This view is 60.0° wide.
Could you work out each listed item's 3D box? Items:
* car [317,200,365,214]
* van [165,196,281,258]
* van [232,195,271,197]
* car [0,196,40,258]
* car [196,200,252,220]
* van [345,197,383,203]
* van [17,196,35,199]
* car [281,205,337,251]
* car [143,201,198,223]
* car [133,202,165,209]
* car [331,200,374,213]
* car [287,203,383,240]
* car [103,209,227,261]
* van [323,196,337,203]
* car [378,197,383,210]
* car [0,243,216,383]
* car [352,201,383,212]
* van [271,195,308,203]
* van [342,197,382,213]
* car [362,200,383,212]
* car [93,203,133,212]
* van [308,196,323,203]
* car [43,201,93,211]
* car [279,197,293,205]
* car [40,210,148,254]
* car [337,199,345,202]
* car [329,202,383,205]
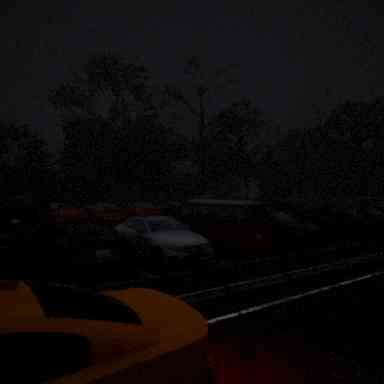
[{"bbox_3d":[18.448,1.786,41.456,2.097,1.535,5.008,1,-1,-35],"label":"car"},{"bbox_3d":[1.015,1.277,13.120,1.878,1.987,4.442,0,0,-35],"label":"van"},{"bbox_3d":[4.995,1.316,31.732,1.878,1.987,4.442,0,0,-35],"label":"van"},{"bbox_3d":[-5.683,1.227,8.169,2.435,2.045,5.566,0,0,-35],"label":"car"},{"bbox_3d":[2.780,1.531,30.070,1.946,1.575,5.366,0,0,-36],"label":"car"},{"bbox_3d":[12.454,1.317,20.986,1.878,1.987,4.442,0,0,-35],"label":"van"},{"bbox_3d":[-10.931,1.260,20.668,1.878,1.987,4.442,0,0,-35],"label":"van"},{"bbox_3d":[3.340,1.511,14.641,2.097,1.535,5.008,0,0,-35],"label":"car"},{"bbox_3d":[-1.837,1.519,26.999,2.231,1.521,4.892,0,0,-35],"label":"car"},{"bbox_3d":[-4.093,1.510,25.392,2.097,1.535,5.008,0,0,-35],"label":"car"},{"bbox_3d":[20.701,1.879,43.066,2.002,1.452,4.674,1,-1,-35],"label":"car"},{"bbox_3d":[7.881,1.556,17.833,2.163,1.488,4.792,0,0,-36],"label":"car"},{"bbox_3d":[-1.180,1.535,11.416,2.002,1.452,4.674,0,0,-35],"label":"car"},{"bbox_3d":[13.767,1.453,38.271,1.878,1.987,4.442,1,-1,-35],"label":"van"},{"bbox_3d":[31.998,1.851,51.086,2.435,2.045,5.566,1,-1,-35],"label":"car"},{"bbox_3d":[-2.130,1.478,2.165,5.008,1.535,1.882,0,0,-36],"label":"car"},{"bbox_3d":[25.107,1.982,46.212,2.002,1.452,4.674,1,-1,-35],"label":"car"},{"bbox_3d":[9.385,1.348,34.861,1.878,1.987,4.442,1,0,-35],"label":"van"},{"bbox_3d":[22.789,1.663,44.700,1.878,1.987,4.442,1,-1,-35],"label":"van"},{"bbox_3d":[27.469,1.997,47.886,2.097,1.535,5.008,1,-1,-35],"label":"car"},{"bbox_3d":[-6.451,1.501,23.711,2.097,1.535,5.008,0,0,-35],"label":"car"},{"bbox_3d":[11.614,1.403,36.735,1.878,1.987,4.442,1,-1,-35],"label":"van"},{"bbox_3d":[-8.590,1.368,22.155,2.185,1.767,4.553,0,0,-35],"label":"car"},{"bbox_3d":[7.180,1.550,33.439,2.097,1.535,5.008,0,0,-35],"label":"car"},{"bbox_3d":[-3.456,1.516,9.827,2.163,1.488,4.792,0,0,-35],"label":"car"},{"bbox_3d":[16.108,1.480,39.760,2.435,2.045,5.566,1,-1,-35],"label":"car"},{"bbox_3d":[10.124,1.575,19.472,2.002,1.452,4.674,0,0,-35],"label":"car"}]
